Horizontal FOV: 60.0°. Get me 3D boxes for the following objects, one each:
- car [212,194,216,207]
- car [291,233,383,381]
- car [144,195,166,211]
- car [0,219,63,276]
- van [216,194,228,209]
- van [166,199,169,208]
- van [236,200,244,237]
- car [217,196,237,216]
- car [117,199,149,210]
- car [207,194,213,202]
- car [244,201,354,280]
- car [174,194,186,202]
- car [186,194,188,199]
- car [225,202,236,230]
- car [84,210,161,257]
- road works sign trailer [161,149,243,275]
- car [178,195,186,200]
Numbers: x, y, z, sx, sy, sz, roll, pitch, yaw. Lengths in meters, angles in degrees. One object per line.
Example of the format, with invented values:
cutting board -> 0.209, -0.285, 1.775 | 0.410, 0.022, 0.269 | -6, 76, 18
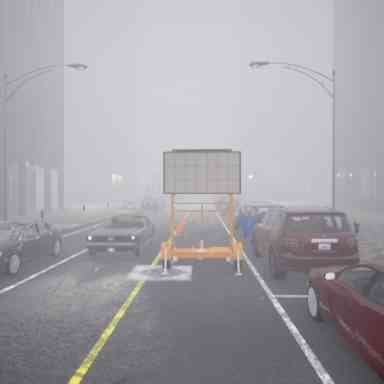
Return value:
car -> 4.106, 1.327, 43.021 | 2.192, 1.841, 5.009 | 0, 0, 2
car -> 2.894, 1.546, 4.362 | 1.887, 1.381, 4.507 | 0, 0, 2
car -> -4.594, 1.325, 37.780 | 2.192, 1.841, 5.009 | 0, 0, 2
car -> -5.470, 1.553, 10.170 | 2.008, 1.369, 4.403 | 0, 0, 2
van -> 3.933, 1.351, 37.498 | 1.690, 1.788, 3.998 | 0, 0, 2
van -> -4.419, 1.353, 43.303 | 1.690, 1.788, 3.998 | 0, 0, 2
van -> 3.240, 1.345, 15.407 | 1.690, 1.788, 3.998 | 0, 0, 2
car -> 3.760, 1.448, 31.976 | 1.967, 1.590, 4.097 | 0, 0, 2
car -> -4.950, 1.532, 26.567 | 1.752, 1.417, 4.829 | 0, 0, 2
car -> 5.306, 1.360, 81.094 | 2.192, 1.841, 5.009 | 0, 0, 2
car -> 3.066, 1.317, 9.885 | 2.192, 1.841, 5.009 | 0, 0, 2
car -> -3.215, 1.360, 81.372 | 2.192, 1.841, 5.009 | 0, 0, 2
car -> -3.037, 1.368, 87.013 | 2.192, 1.841, 5.009 | 0, 0, 2
car -> 3.414, 1.556, 20.930 | 2.008, 1.369, 4.403 | 0, 0, 2
car -> -2.601, 1.604, 13.159 | 1.895, 1.301, 4.718 | 0, 0, 2
road works sign trailer -> 0.313, 0.467, 10.439 | 2.380, 3.560, 2.880 | 0, 0, 2
car -> -2.857, 1.627, 92.653 | 1.947, 1.339, 4.313 | 0, 0, 2
